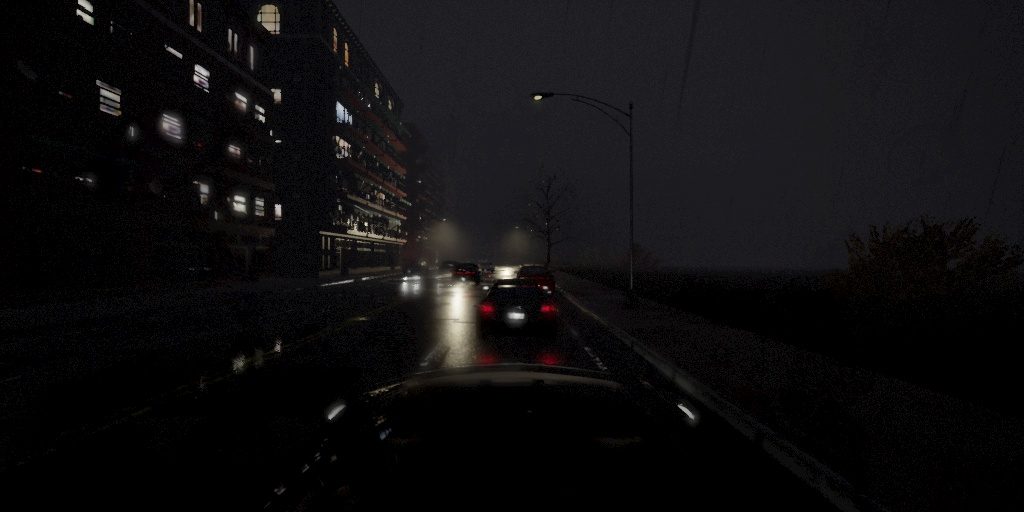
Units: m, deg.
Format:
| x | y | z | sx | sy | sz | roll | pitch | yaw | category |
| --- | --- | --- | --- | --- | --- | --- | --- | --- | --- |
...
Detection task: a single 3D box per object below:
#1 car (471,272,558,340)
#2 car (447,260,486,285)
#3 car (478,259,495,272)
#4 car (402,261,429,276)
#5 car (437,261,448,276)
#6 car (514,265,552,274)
| x | y | z | sx | sy | sz | roll | pitch | yaw | category |
| --- | --- | --- | --- | --- | --- | --- | --- | --- | --- |
| 0.105 | 1.315 | 10.024 | 1.994 | 1.385 | 4.181 | 0 | 0 | 0 | car |
| -3.140 | 1.257 | 25.727 | 1.837 | 1.490 | 4.892 | 0 | 0 | 0 | car |
| -3.130 | 1.352 | 43.950 | 1.895 | 1.301 | 4.718 | 0 | 0 | 0 | car |
| -9.835 | 1.243 | 36.906 | 2.128 | 1.511 | 4.902 | 0 | 0 | 0 | car |
| -6.584 | 1.257 | 37.849 | 1.837 | 1.490 | 4.892 | 0 | 0 | 0 | car |
| 1.145 | 1.230 | 18.944 | 1.882 | 1.535 | 5.008 | 0 | 0 | 0 | car |
